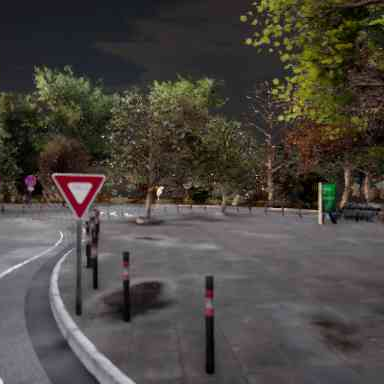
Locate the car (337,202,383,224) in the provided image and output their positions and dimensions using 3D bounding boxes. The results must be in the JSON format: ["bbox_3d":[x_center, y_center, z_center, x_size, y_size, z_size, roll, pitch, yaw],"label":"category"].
[{"bbox_3d":[12.264,1.411,23.002,1.994,1.385,4.181,0,0,-27],"label":"car"}]
